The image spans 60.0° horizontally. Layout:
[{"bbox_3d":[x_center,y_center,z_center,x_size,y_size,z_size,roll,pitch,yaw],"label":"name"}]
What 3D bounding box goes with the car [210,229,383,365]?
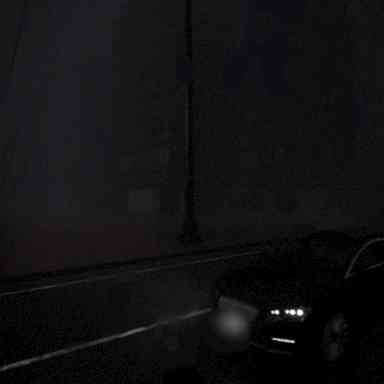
[{"bbox_3d":[2.506,1.470,5.900,4.902,1.511,2.128,0,0,-37],"label":"car"}]
